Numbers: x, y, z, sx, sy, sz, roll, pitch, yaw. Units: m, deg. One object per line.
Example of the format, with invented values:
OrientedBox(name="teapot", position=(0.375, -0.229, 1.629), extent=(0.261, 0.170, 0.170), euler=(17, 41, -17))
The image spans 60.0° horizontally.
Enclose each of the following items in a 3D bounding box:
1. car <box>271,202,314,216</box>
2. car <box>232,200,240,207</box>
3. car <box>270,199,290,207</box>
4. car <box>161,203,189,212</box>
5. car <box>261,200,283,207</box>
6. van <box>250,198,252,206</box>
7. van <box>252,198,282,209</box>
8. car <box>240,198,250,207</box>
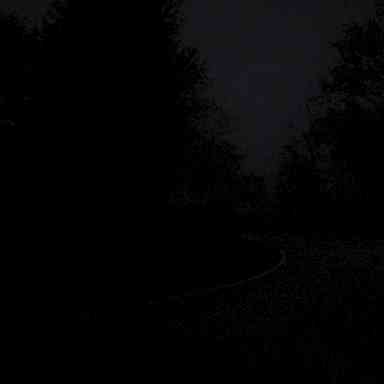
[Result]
OrientedBox(name="car", position=(13.460, 2.443, 44.146), extent=(1.882, 1.535, 5.008), euler=(3, -3, -35))
OrientedBox(name="car", position=(7.732, 2.470, 74.654), extent=(1.946, 1.575, 5.366), euler=(1, -1, -36))
OrientedBox(name="car", position=(22.491, 2.807, 85.126), extent=(2.185, 1.767, 4.553), euler=(2, -1, -36))
OrientedBox(name="car", position=(-2.340, 2.330, 52.012), extent=(2.002, 1.452, 4.674), euler=(0, 0, -36))
OrientedBox(name="car", position=(20.024, 2.839, 83.353), extent=(2.097, 1.535, 5.008), euler=(2, -1, -36))
OrientedBox(name="van", position=(12.733, 2.367, 77.907), extent=(1.878, 1.987, 4.442), euler=(2, -1, -36))
OrientedBox(name="van", position=(14.449, 2.224, 64.288), extent=(1.878, 1.987, 4.442), euler=(1, -1, -36))
OrientedBox(name="car", position=(10.223, 2.400, 76.192), extent=(2.185, 1.767, 4.553), euler=(1, -1, -36))
